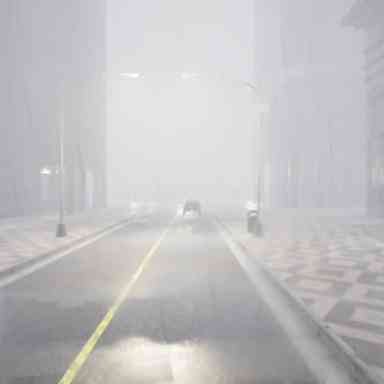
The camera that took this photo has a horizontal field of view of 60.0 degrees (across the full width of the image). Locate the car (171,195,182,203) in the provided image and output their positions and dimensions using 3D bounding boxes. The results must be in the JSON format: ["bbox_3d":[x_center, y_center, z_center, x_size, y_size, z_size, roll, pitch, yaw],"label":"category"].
[{"bbox_3d":[-2.992,1.393,66.670,2.097,1.767,4.553,0,0,0],"label":"car"}]

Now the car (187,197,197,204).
[{"bbox_3d":[0.015,1.611,65.708,1.994,1.385,4.181,0,0,0],"label":"car"}]

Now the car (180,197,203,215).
[{"bbox_3d":[0.040,1.532,34.546,1.837,1.490,4.892,0,0,1],"label":"car"}]
